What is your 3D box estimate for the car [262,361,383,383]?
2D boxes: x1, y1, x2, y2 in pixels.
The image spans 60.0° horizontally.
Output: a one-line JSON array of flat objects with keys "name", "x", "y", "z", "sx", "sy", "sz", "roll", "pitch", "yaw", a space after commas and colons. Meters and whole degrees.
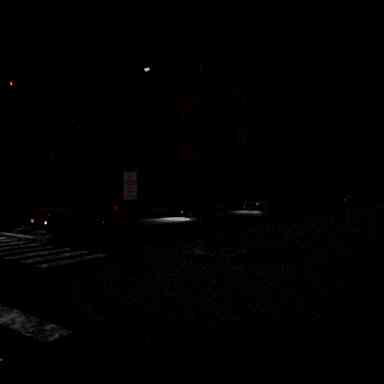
[{"name": "car", "x": 2.178, "y": 1.551, "z": 1.289, "sx": 4.403, "sy": 1.369, "sz": 2.008, "roll": 0, "pitch": 0, "yaw": 36}]

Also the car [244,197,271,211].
[{"name": "car", "x": 8.341, "y": 1.420, "z": 42.254, "sx": 2.097, "sy": 1.767, "sz": 4.553, "roll": 0, "pitch": 0, "yaw": 36}]

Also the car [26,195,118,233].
[{"name": "car", "x": -7.128, "y": 1.239, "z": 20.448, "sx": 2.150, "sy": 2.045, "sz": 5.566, "roll": 0, "pitch": 0, "yaw": 36}]

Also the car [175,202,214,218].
[{"name": "car", "x": 0.278, "y": 1.601, "z": 30.906, "sx": 1.994, "sy": 1.385, "sz": 4.181, "roll": 0, "pitch": 0, "yaw": 35}]

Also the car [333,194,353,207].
[{"name": "car", "x": 24.063, "y": 1.347, "z": 52.899, "sx": 2.150, "sy": 2.045, "sz": 5.566, "roll": 0, "pitch": 0, "yaw": 35}]
